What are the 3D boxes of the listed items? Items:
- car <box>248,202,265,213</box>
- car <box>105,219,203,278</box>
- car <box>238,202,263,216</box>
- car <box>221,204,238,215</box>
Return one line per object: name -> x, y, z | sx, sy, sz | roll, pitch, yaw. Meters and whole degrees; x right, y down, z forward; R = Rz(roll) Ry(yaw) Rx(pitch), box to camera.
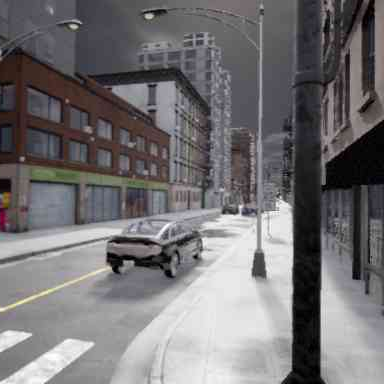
car -> 10.097, 2.407, 51.742 | 2.128, 1.511, 4.902 | 1, -1, 15
car -> -0.976, 1.638, 10.782 | 2.128, 1.511, 4.902 | 1, -1, 15
car -> 7.546, 2.082, 42.075 | 2.097, 1.767, 4.553 | 1, -1, 16
car -> 5.336, 2.302, 45.639 | 2.033, 1.411, 5.357 | 1, -1, 15
